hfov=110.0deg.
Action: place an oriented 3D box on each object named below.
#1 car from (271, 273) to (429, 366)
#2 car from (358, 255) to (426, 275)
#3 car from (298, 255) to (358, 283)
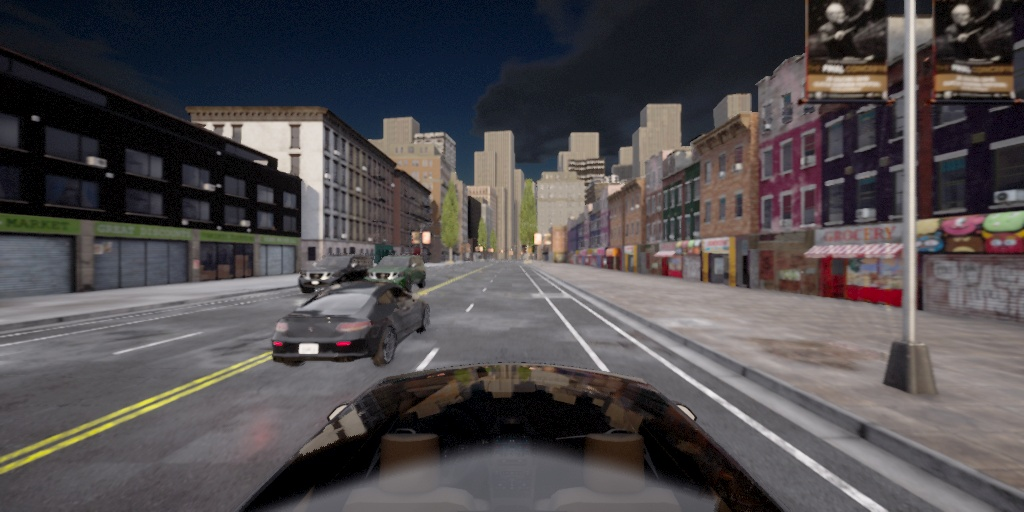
[{"bbox_3d":[-3.150,1.277,7.863,1.812,1.442,4.674,0,0,0],"label":"car"},{"bbox_3d":[-6.493,0.966,20.668,2.150,2.045,5.566,0,0,0],"label":"car"},{"bbox_3d":[-9.744,0.965,20.504,2.150,2.045,5.566,0,0,0],"label":"car"}]
